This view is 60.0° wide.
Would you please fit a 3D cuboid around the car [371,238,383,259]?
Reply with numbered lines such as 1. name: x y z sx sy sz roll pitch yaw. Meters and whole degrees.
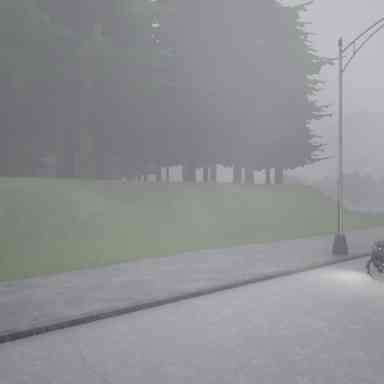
1. car: 7.296 1.526 10.097 4.674 1.442 1.812 -1 0 -37

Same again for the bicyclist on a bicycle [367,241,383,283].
1. bicyclist on a bicycle: 4.963 1.455 7.877 0.582 1.620 1.656 0 -2 -37
